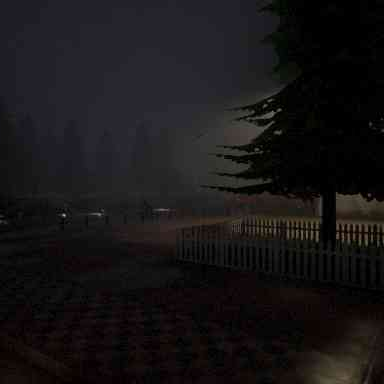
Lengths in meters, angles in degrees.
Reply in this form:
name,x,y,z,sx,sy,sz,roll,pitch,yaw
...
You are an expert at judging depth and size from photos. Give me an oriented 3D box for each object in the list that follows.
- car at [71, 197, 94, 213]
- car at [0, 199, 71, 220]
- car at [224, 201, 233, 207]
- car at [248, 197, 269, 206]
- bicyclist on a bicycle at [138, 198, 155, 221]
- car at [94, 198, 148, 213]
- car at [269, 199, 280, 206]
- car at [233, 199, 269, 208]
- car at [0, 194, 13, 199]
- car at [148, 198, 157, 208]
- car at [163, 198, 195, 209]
name,x,y,z,sx,sy,sz,roll,pitch,yaw
car,-12.546,1.352,36.412,2.097,1.767,4.553,0,0,36
car,-13.660,1.547,28.824,2.033,1.411,5.357,0,0,35
car,6.661,1.564,50.980,1.994,1.385,4.181,0,0,37
car,11.540,1.564,57.825,1.994,1.385,4.181,0,0,36
bicyclist on a bicycle,-3.355,1.302,24.356,1.656,1.620,0.582,0,0,35
car,-7.815,1.547,37.020,2.033,1.411,5.357,0,0,35
car,14.342,1.547,55.718,2.033,1.411,5.357,0,0,36
car,8.432,1.221,47.417,2.150,2.045,5.566,0,0,36
car,-18.147,1.222,28.558,2.150,2.045,5.566,0,0,35
car,-6.601,1.526,44.746,1.812,1.442,4.674,0,0,36
car,-1.646,1.547,45.649,2.033,1.411,5.357,0,0,36
